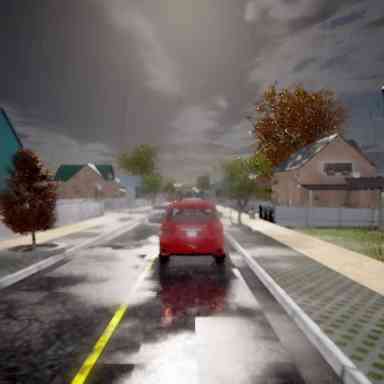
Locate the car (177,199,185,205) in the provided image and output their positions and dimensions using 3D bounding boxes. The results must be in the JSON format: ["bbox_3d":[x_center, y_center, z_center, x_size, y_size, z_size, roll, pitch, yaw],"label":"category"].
[{"bbox_3d":[-2.767,2.488,84.977,1.882,1.535,5.008,0,-1,0],"label":"car"}]

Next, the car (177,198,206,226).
[{"bbox_3d":[0.005,1.529,27.577,2.150,2.045,5.566,0,0,0],"label":"car"}]

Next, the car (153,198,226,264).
[{"bbox_3d":[0.008,1.358,12.574,2.150,2.045,5.566,0,0,0],"label":"car"}]

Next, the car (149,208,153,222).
[{"bbox_3d":[-2.779,1.860,30.163,1.812,1.442,4.674,0,-1,0],"label":"car"}]
